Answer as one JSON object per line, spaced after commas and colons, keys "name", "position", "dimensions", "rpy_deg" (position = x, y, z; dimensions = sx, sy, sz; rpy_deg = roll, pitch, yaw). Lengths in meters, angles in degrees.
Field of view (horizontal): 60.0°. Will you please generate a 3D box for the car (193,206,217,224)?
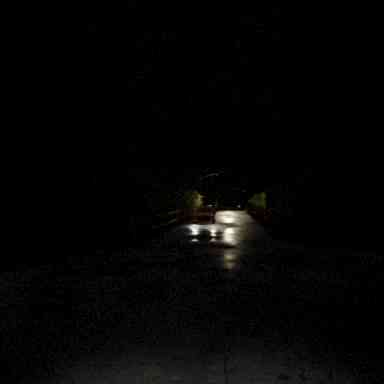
{"name": "car", "position": [1.218, 2.043, 30.507], "dimensions": [1.882, 1.535, 5.008], "rpy_deg": [-1, -1, 7]}
